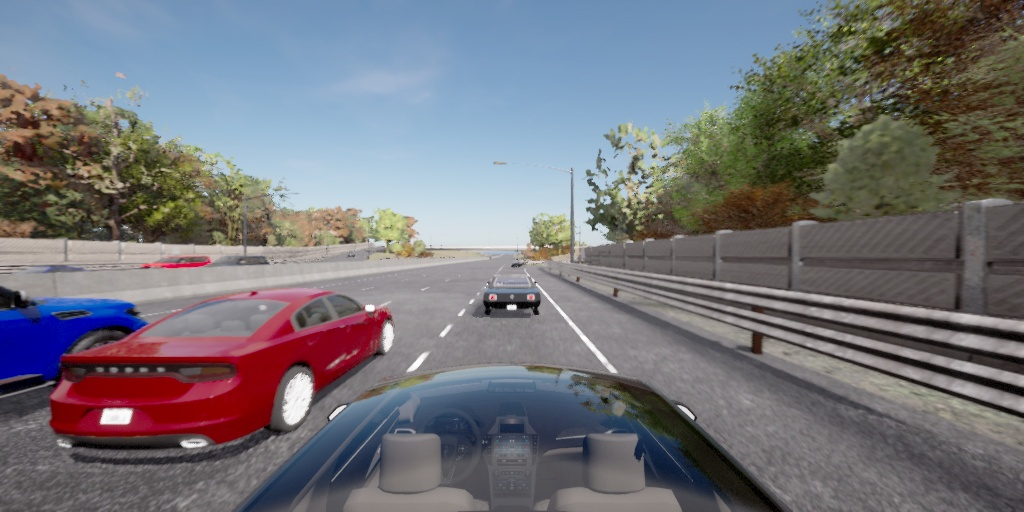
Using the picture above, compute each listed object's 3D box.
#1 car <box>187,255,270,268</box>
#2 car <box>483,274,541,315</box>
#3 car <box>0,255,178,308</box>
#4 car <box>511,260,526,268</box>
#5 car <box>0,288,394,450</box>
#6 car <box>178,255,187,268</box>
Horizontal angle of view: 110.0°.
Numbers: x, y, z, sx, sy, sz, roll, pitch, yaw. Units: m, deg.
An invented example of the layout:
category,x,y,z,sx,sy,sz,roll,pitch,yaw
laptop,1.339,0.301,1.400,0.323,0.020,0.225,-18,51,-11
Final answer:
category,x,y,z,sx,sy,sz,roll,pitch,yaw
car,-21.091,0.959,27.424,2.150,2.045,5.566,0,0,0
car,0.000,1.339,13.568,1.895,1.301,4.718,0,0,0
car,-6.902,0.969,3.417,2.150,2.045,5.566,0,0,0
car,1.192,1.349,62.162,1.895,1.301,4.718,0,-1,9
car,-3.398,1.223,5.556,1.882,1.535,5.008,0,0,0
car,-28.087,0.959,30.221,2.150,2.045,5.566,0,0,0
